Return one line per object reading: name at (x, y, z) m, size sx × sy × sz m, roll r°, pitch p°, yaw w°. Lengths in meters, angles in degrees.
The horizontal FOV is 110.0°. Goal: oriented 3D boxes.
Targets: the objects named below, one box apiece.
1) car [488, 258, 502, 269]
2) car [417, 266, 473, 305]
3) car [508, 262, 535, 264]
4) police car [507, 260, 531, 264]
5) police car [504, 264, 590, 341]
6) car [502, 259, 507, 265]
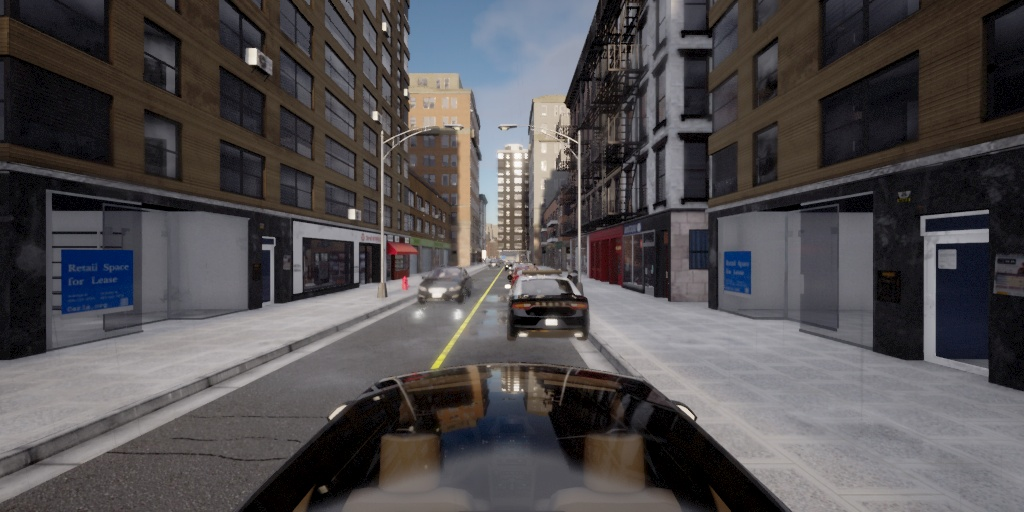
car at (-2.887, 1.232, 58.293) m, size 2.128 × 1.511 × 4.902 m, roll 0°, pitch 0°, yaw 0°
car at (-2.862, 1.238, 16.130) m, size 2.128 × 1.511 × 4.902 m, roll 0°, pitch 0°, yaw 0°
car at (0.810, 1.272, 19.923) m, size 1.812 × 1.442 × 4.674 m, roll 0°, pitch 0°, yaw 0°
police car at (0.804, 1.169, 26.033) m, size 1.930 × 1.638 × 5.238 m, roll 0°, pitch 0°, yaw 0°
police car at (0.819, 1.174, 10.033) m, size 1.930 × 1.638 × 5.238 m, roll 0°, pitch 0°, yaw 0°
car at (0.003, 1.341, 47.863) m, size 1.895 × 1.301 × 4.718 m, roll 0°, pitch 0°, yaw 1°
